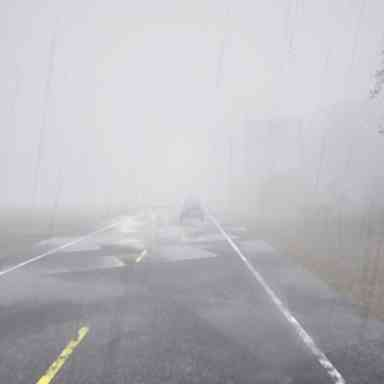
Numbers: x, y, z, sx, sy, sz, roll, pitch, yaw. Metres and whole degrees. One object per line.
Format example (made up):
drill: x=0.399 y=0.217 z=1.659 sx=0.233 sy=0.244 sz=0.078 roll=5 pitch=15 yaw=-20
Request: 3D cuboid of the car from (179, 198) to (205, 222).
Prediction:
car: x=0.009 y=1.462 z=25.912 sx=2.128 sy=1.511 sz=4.902 roll=0 pitch=0 yaw=0

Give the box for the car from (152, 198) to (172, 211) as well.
car: x=-3.556 y=1.482 z=39.292 sx=1.812 sy=1.442 sz=4.674 roll=0 pitch=0 yaw=0

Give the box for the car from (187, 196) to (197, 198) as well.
car: x=0.030 y=1.299 z=43.979 sx=2.097 sy=1.767 sz=4.553 roll=0 pitch=0 yaw=0
